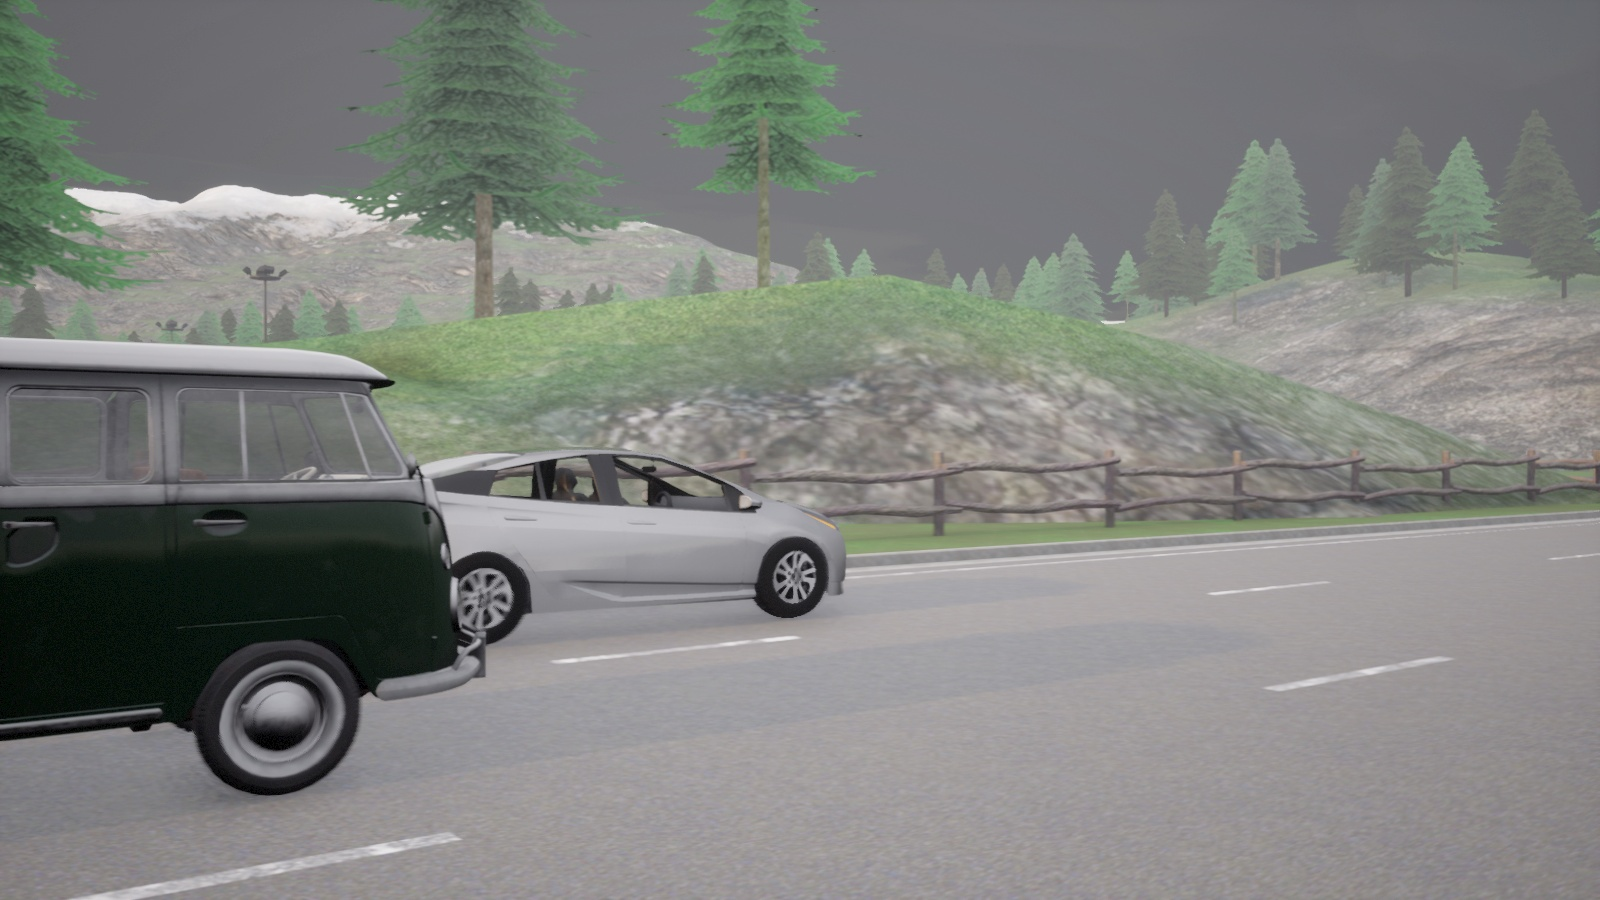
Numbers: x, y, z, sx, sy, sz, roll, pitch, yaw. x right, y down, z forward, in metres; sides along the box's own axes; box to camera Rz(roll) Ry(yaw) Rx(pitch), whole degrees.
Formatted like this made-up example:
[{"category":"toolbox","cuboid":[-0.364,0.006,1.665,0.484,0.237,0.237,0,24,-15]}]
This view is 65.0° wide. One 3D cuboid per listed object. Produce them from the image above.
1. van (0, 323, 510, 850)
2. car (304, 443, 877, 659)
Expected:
[{"category":"van","cuboid":[-3.695,0.519,5.352,4.442,1.987,1.775,0,0,-35]},{"category":"car","cuboid":[-1.729,0.706,10.985,4.514,1.525,2.007,0,0,-35]}]
